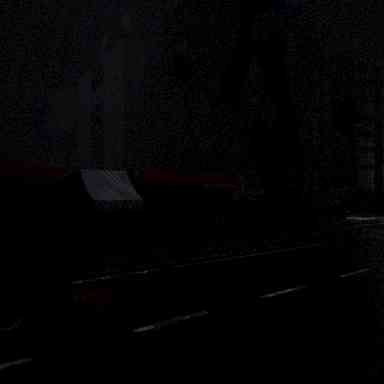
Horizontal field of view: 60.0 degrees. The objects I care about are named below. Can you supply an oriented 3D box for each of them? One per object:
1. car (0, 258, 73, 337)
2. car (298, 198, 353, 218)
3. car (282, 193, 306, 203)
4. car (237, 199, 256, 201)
[{"bbox_3d":[-4.464,1.601,5.088,4.718,1.301,1.895,0,0,-35],"label":"car"},{"bbox_3d":[12.212,1.508,30.099,1.994,1.385,4.181,0,0,-36],"label":"car"},{"bbox_3d":[17.114,1.114,57.705,1.905,1.878,3.866,0,0,-36],"label":"car"},{"bbox_3d":[5.591,1.450,33.230,1.837,1.490,4.892,0,0,-36],"label":"car"}]
